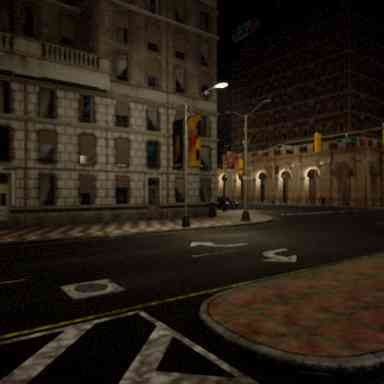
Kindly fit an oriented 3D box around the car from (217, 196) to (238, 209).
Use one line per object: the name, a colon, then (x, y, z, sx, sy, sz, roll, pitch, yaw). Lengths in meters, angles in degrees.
car: (4.005, 1.346, 43.814, 2.097, 1.767, 4.553, 0, 0, -36)
